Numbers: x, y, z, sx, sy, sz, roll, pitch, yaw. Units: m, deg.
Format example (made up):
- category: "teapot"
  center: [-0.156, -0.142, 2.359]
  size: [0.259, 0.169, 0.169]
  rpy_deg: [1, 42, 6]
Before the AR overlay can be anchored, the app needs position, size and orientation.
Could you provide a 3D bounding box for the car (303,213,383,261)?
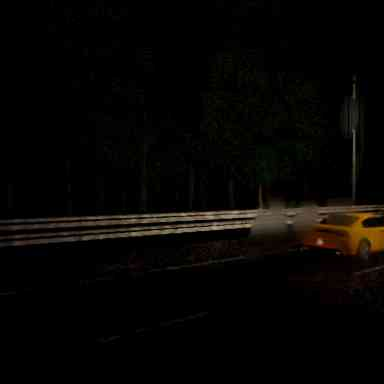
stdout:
- category: "car"
  center: [6.289, 1.530, 12.545]
  size: [5.008, 1.535, 1.882]
  rpy_deg: [0, 0, -36]
